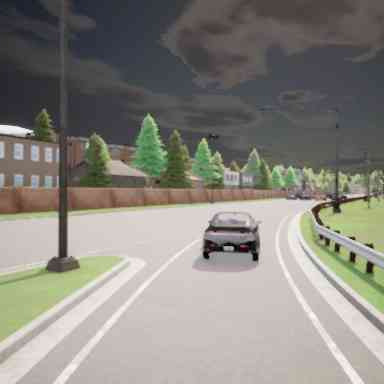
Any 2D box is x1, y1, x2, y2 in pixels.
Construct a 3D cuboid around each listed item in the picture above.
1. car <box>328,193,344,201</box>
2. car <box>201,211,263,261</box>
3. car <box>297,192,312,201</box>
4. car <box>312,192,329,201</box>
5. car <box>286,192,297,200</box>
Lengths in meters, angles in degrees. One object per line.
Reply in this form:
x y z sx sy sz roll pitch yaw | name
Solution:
34.341 1.485 79.134 1.895 1.301 4.718 0 0 31 | car
1.537 1.463 12.254 2.128 1.511 4.902 0 0 11 | car
28.106 1.341 82.346 1.882 1.535 5.008 0 0 31 | car
31.308 1.231 80.880 2.097 1.767 4.553 0 0 31 | car
25.317 1.374 84.501 1.812 1.442 4.674 0 0 31 | car
